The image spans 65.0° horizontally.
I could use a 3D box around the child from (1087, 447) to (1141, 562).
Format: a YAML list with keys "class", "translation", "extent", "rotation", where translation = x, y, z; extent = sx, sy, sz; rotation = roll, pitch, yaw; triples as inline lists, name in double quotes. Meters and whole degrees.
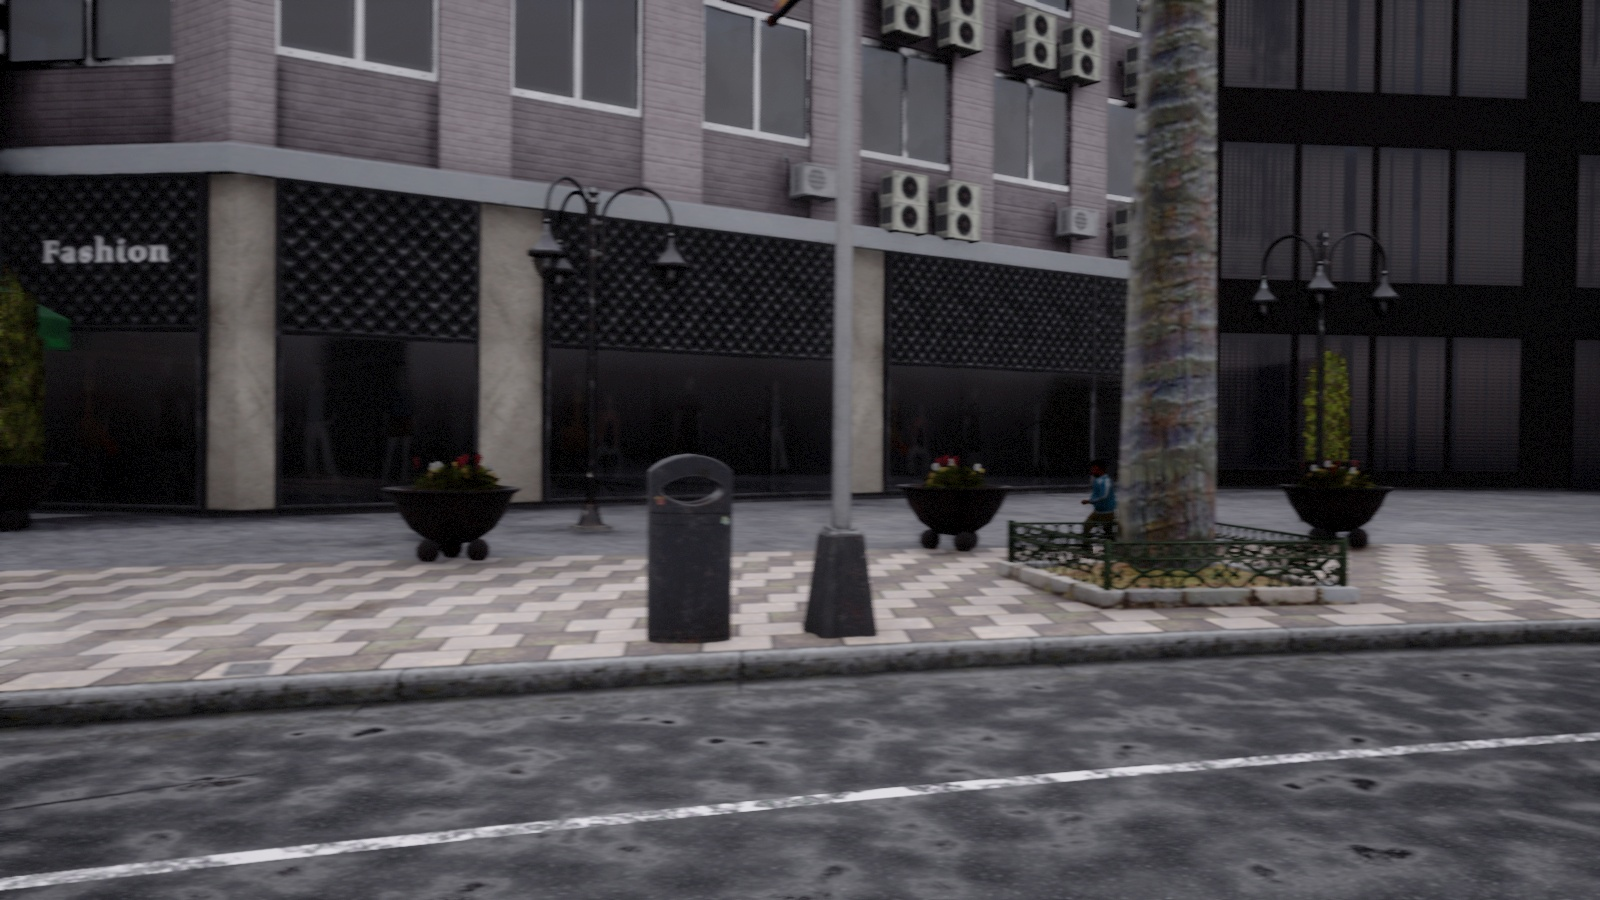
- class: "child"
  translation: [3.323, 0.573, 13.308]
  extent: [0.448, 1.192, 0.343]
  rotation: [-1, 1, -7]
